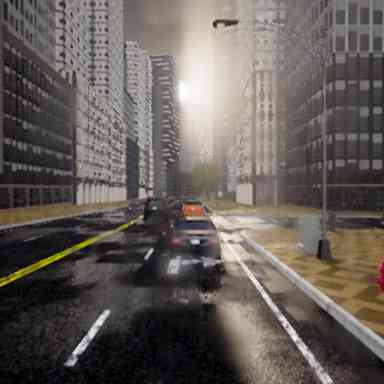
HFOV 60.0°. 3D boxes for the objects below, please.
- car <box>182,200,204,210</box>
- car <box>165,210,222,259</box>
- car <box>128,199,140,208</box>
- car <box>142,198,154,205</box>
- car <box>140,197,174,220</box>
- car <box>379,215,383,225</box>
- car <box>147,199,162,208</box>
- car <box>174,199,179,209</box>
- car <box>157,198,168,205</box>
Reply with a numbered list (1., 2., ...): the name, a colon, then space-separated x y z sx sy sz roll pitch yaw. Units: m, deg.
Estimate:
1. car: 0.121 1.563 32.695 2.097 1.767 4.553 1 0 0
2. car: 0.102 1.642 13.050 2.033 1.411 5.357 0 0 0
3. car: -9.764 1.967 58.062 2.033 1.411 5.357 0 0 1
4. car: -9.731 2.058 73.874 2.128 1.511 4.902 0 0 0
5. car: -3.134 1.443 30.829 2.150 2.045 5.566 0 1 0
6. car: 15.927 1.993 23.995 4.403 1.369 2.008 1 0 -1
7. car: -6.514 1.965 58.062 2.033 1.411 5.357 0 0 1
8. car: -3.136 1.906 53.084 1.812 1.442 4.674 0 0 0
9. car: -6.481 2.056 73.872 2.128 1.511 4.902 0 0 0
